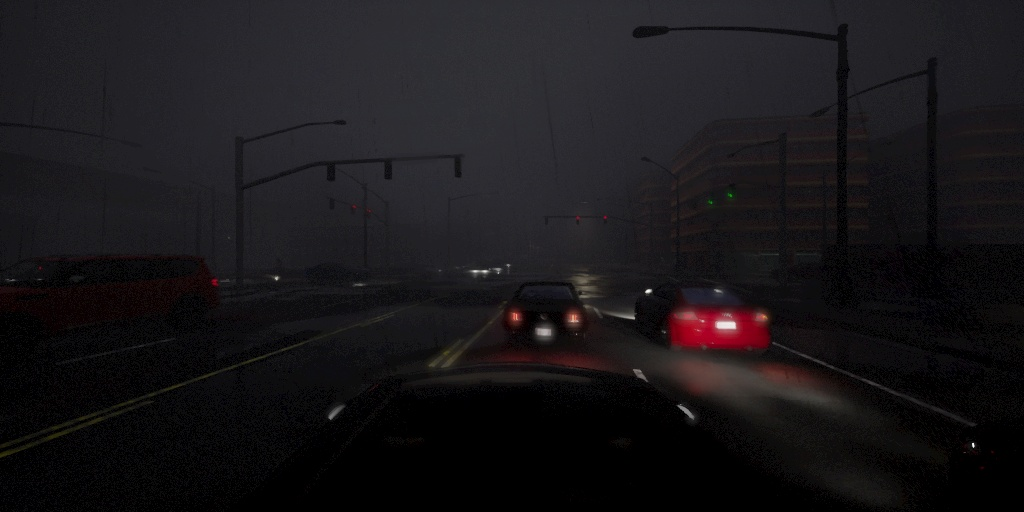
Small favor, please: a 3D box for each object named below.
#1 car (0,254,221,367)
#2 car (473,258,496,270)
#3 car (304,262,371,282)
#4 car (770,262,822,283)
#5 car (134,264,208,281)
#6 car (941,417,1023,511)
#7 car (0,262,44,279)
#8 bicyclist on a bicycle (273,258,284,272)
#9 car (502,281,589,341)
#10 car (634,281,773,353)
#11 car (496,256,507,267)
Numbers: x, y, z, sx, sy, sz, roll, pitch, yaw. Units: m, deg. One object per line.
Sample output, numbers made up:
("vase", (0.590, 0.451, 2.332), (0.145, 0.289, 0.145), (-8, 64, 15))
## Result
("car", (-9.919, 0.971, 8.293), (2.150, 2.045, 5.566), (0, 0, 7))
("car", (-3.880, 1.176, 48.705), (1.994, 1.385, 4.181), (0, 1, 8))
("car", (-13.578, 1.227, 28.050), (5.008, 1.535, 1.882), (0, 0, 7))
("car", (22.803, 1.228, 27.591), (5.008, 1.535, 1.882), (0, 0, 7))
("car", (-28.264, 1.351, 29.761), (4.718, 1.301, 1.895), (0, 0, 7))
("car", (3.640, 1.242, 0.203), (2.128, 1.511, 4.902), (0, 0, 1))
("car", (-44.688, 1.275, 32.250), (4.674, 1.442, 1.812), (0, 0, 20))
("bicyclist on a bicycle", (-26.420, 1.053, 40.582), (0.582, 1.620, 1.656), (0, 0, 7))
("car", (0.996, 1.351, 9.915), (1.895, 1.301, 4.718), (0, 0, 8))
("car", (4.400, 1.314, 8.915), (1.994, 1.385, 4.181), (0, 0, 7))
("car", (-2.533, 1.064, 58.559), (1.895, 1.301, 4.718), (0, 1, 8))
